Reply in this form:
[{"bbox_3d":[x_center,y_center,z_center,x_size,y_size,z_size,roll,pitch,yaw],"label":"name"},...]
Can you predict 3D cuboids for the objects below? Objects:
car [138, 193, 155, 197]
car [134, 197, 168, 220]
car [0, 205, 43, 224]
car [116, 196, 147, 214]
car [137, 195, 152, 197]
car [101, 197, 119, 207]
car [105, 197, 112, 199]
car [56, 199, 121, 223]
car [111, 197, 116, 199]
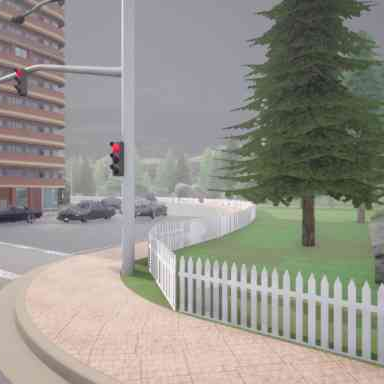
[{"bbox_3d":[-9.593,1.166,66.456,2.150,2.045,5.566,0,0,-40],"label":"car"},{"bbox_3d":[-3.466,1.436,27.515,2.128,1.511,4.902,0,0,14],"label":"car"},{"bbox_3d":[-12.708,1.545,22.629,1.895,1.301,4.718,0,0,23],"label":"car"},{"bbox_3d":[-6.189,1.470,34.752,1.812,1.442,4.674,0,0,3],"label":"car"},{"bbox_3d":[-6.943,1.470,44.943,1.812,1.442,4.674,0,0,-13],"label":"car"},{"bbox_3d":[-12.937,1.507,52.201,1.994,1.385,4.181,0,0,-25],"label":"car"},{"bbox_3d":[-9.904,1.492,31.861,2.033,1.411,5.357,0,0,8],"label":"car"},{"bbox_3d":[-7.822,1.492,25.309,2.033,1.411,5.357,0,0,17],"label":"car"},{"bbox_3d":[-9.840,1.492,42.185,2.033,1.411,5.357,0,0,-8],"label":"car"}]
